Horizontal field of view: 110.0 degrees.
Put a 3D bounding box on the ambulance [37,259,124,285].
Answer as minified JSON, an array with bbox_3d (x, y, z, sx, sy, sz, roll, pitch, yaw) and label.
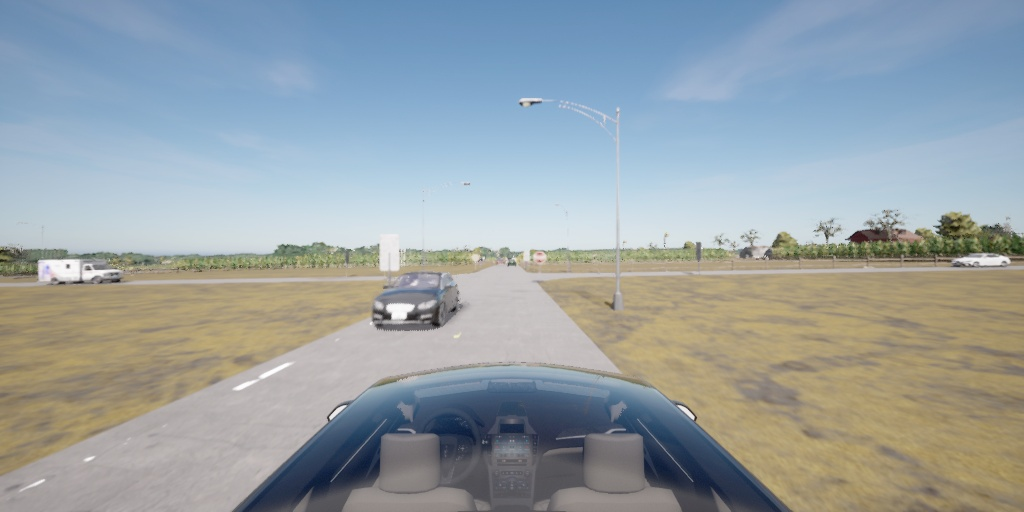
[{"bbox_3d":[-42.207,1.559,35.277,6.366,2.431,2.351,-1,0,0],"label":"ambulance"}]

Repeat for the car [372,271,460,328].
[{"bbox_3d":[-2.842,1.246,11.505,2.128,1.511,4.902,0,0,0],"label":"car"}]

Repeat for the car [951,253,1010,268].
[{"bbox_3d":[49.110,0.460,37.590,4.674,1.442,1.812,-1,0,0],"label":"car"}]
